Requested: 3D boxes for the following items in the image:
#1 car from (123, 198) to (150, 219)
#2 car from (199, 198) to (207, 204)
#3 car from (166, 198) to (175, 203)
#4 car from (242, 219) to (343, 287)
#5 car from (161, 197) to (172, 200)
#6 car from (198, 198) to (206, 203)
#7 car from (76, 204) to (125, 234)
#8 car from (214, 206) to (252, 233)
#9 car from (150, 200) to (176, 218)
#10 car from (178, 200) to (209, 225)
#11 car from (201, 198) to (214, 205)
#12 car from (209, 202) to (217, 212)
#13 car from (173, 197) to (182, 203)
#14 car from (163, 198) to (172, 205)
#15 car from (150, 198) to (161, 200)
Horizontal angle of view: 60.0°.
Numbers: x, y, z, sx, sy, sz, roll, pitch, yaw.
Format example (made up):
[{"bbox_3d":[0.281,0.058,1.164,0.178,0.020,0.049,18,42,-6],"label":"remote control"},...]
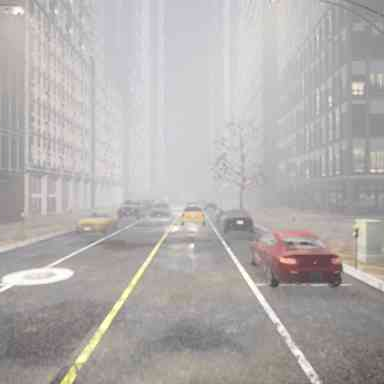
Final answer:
[{"bbox_3d":[-5.700,1.589,32.043,2.192,1.841,5.009,0,0,0],"label":"car"},{"bbox_3d":[2.675,2.238,83.262,1.947,1.339,4.313,0,0,0],"label":"car"},{"bbox_3d":[-5.707,2.277,88.962,1.947,1.339,4.313,0,0,0],"label":"car"},{"bbox_3d":[2.685,1.664,9.263,1.802,1.307,4.206,0,0,0],"label":"car"},{"bbox_3d":[-5.704,1.985,66.194,1.967,1.590,4.097,0,0,0],"label":"car"},{"bbox_3d":[2.674,2.257,88.955,1.887,1.381,4.507,0,0,0],"label":"car"},{"bbox_3d":[-5.697,1.703,20.488,1.752,1.417,4.829,0,0,0],"label":"car"},{"bbox_3d":[2.684,1.746,20.646,1.947,1.339,4.313,0,0,0],"label":"car"},{"bbox_3d":[-3.105,1.837,33.902,2.033,1.411,5.357,0,0,0],"label":"car"},{"bbox_3d":[0.089,1.678,25.790,1.801,1.575,5.366,0,-1,0],"label":"car"},{"bbox_3d":[2.679,1.963,49.107,2.008,1.369,4.403,0,0,0],"label":"car"},{"bbox_3d":[2.682,1.778,26.338,2.008,1.369,4.403,0,0,0],"label":"car"},{"bbox_3d":[-3.013,1.973,75.515,1.882,1.535,5.008,0,0,0],"label":"car"},{"bbox_3d":[-5.706,2.196,77.578,1.947,1.339,4.313,0,0,0],"label":"car"},{"bbox_3d":[-5.702,1.682,43.427,2.192,1.841,5.009,0,0,0],"label":"car"}]
